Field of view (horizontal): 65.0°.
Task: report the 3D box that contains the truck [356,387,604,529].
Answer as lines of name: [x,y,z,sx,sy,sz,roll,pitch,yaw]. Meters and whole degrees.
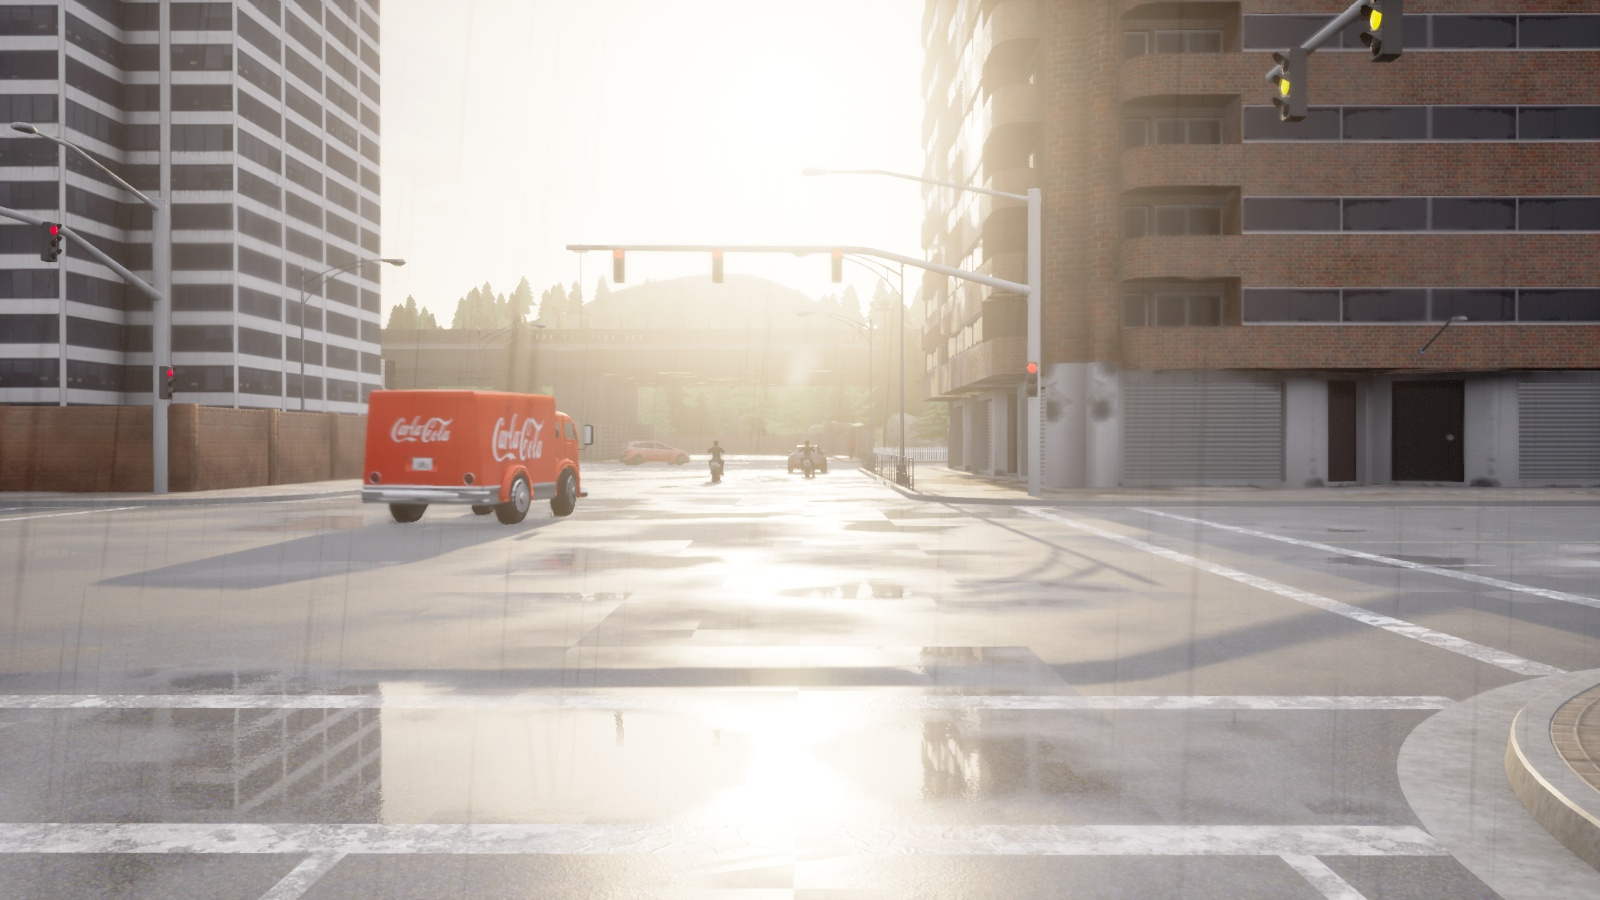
truck: [-6.058,0.116,24.652,2.627,2.467,5.204,0,0,13]

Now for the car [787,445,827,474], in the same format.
car: [0.367,0.450,63.841,1.994,1.385,4.181,0,0,0]

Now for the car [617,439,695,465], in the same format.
car: [-9.483,0.103,82.508,4.611,1.667,2.242,0,1,-24]

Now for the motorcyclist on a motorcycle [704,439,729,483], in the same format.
motorcyclist on a motorcycle: [-3.217,0.420,48.504,0.766,1.649,2.350,0,0,0]

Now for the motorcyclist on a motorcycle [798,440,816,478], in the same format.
motorcyclist on a motorcycle: [0.320,0.386,55.093,0.766,1.649,2.350,0,0,1]
